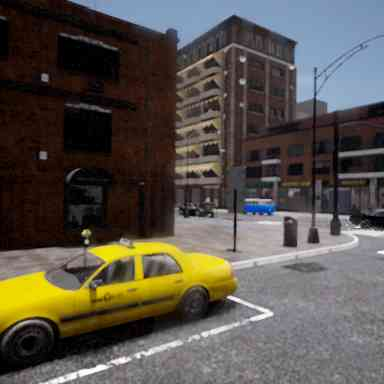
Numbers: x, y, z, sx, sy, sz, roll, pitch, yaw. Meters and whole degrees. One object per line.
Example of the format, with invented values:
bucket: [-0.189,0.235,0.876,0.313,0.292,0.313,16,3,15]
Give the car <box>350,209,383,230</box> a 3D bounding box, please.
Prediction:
car: [12.146,1.685,19.816,1.895,1.301,4.718,1,-1,-35]

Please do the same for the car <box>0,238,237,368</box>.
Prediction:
car: [-1.381,1.529,5.732,4.829,1.417,1.752,0,1,-36]

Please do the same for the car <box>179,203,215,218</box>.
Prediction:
car: [0.357,1.758,32.052,1.947,1.339,4.313,1,-1,-35]

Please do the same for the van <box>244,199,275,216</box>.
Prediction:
van: [7.239,1.694,36.835,1.690,1.788,3.998,1,-1,-35]
